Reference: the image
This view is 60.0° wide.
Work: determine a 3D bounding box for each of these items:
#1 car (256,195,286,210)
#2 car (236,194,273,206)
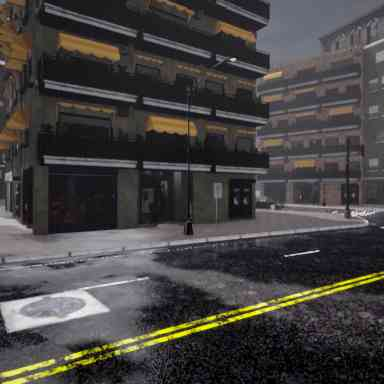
[{"bbox_3d":[7.420,1.160,34.228,4.403,1.369,2.008,1,0,38],"label":"car"},{"bbox_3d":[8.324,1.071,44.206,4.403,1.369,2.008,1,0,38],"label":"car"}]
